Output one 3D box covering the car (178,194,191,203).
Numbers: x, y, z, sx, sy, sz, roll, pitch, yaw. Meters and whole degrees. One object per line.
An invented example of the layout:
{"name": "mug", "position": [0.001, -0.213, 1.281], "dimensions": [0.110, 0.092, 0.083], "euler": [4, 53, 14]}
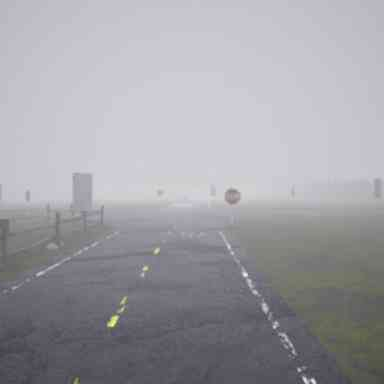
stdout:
{"name": "car", "position": [-1.264, 1.193, 57.295], "dimensions": [2.128, 1.511, 4.902], "euler": [0, 1, 3]}
